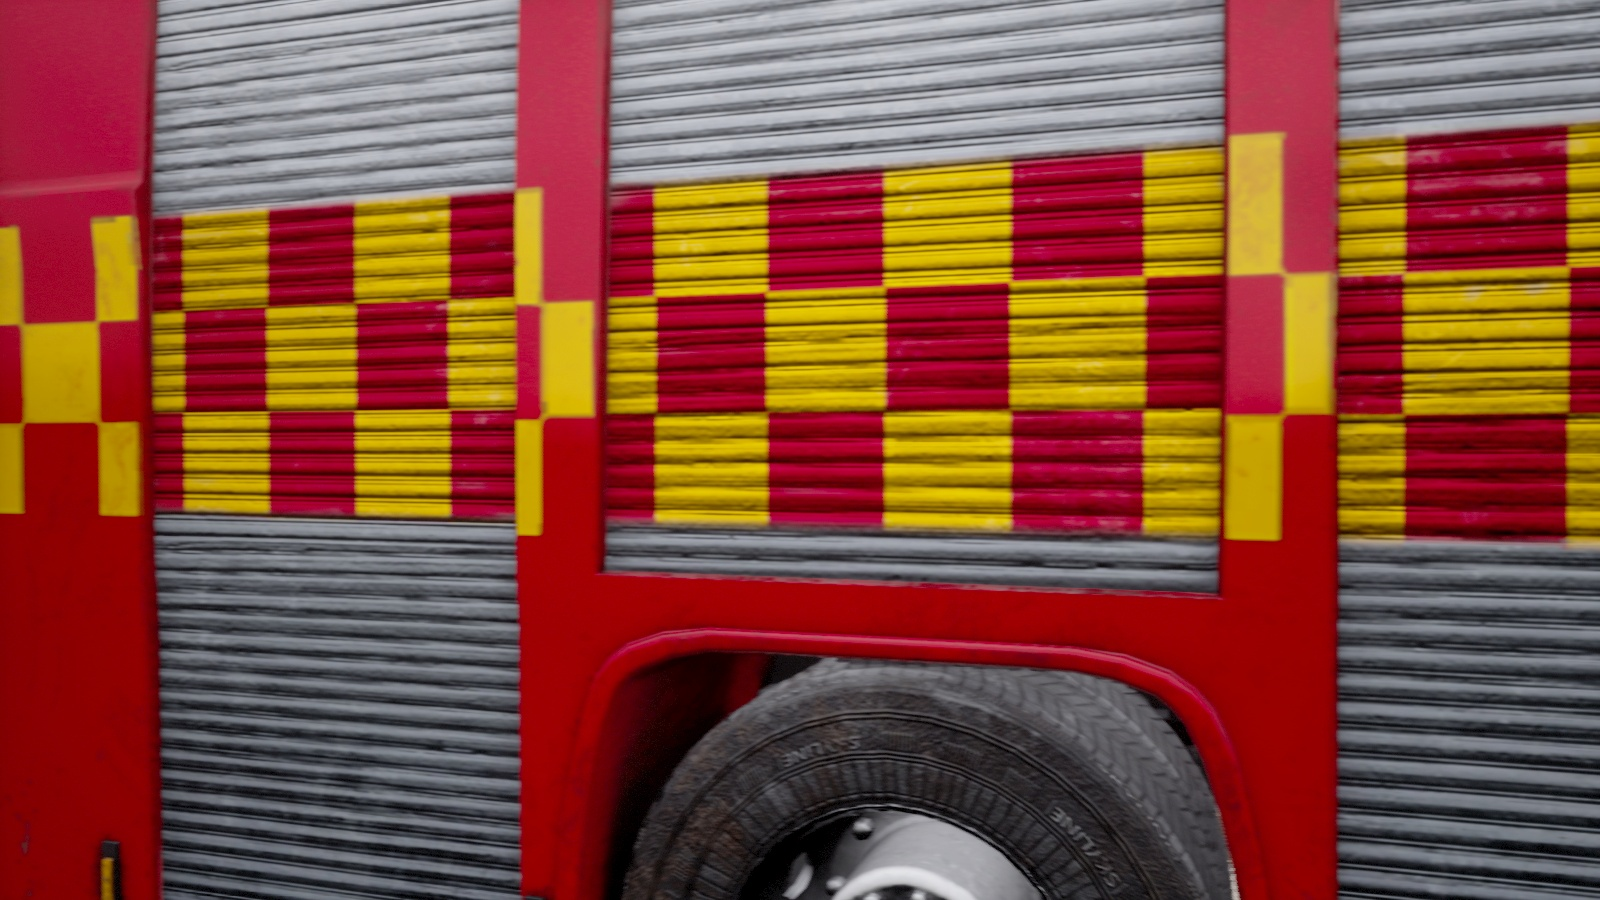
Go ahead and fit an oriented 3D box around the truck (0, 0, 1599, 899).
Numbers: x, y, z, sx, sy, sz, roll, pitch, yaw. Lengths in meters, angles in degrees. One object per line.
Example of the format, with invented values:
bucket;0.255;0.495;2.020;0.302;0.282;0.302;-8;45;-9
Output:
truck;-2.087;-0.417;4.405;8.468;3.827;2.891;1;1;19
